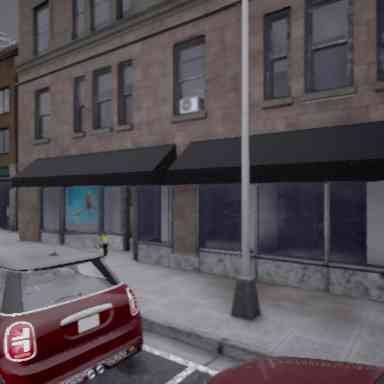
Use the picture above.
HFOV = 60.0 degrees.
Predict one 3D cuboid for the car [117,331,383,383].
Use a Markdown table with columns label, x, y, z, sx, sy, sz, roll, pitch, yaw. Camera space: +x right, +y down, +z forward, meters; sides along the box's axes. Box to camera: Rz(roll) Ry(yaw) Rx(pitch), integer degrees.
| label | x | y | z | sx | sy | sz | roll | pitch | yaw |
| --- | --- | --- | --- | --- | --- | --- | --- | --- | --- |
| car | 1.795 | 1.581 | 1.531 | 4.206 | 1.307 | 1.802 | 0 | 0 | 35 |

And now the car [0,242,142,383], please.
| label | x | y | z | sx | sy | sz | roll | pitch | yaw |
| --- | --- | --- | --- | --- | --- | --- | --- | --- | --- |
| car | -2.699 | 1.450 | 4.735 | 4.097 | 1.590 | 1.967 | 0 | 0 | 35 |
